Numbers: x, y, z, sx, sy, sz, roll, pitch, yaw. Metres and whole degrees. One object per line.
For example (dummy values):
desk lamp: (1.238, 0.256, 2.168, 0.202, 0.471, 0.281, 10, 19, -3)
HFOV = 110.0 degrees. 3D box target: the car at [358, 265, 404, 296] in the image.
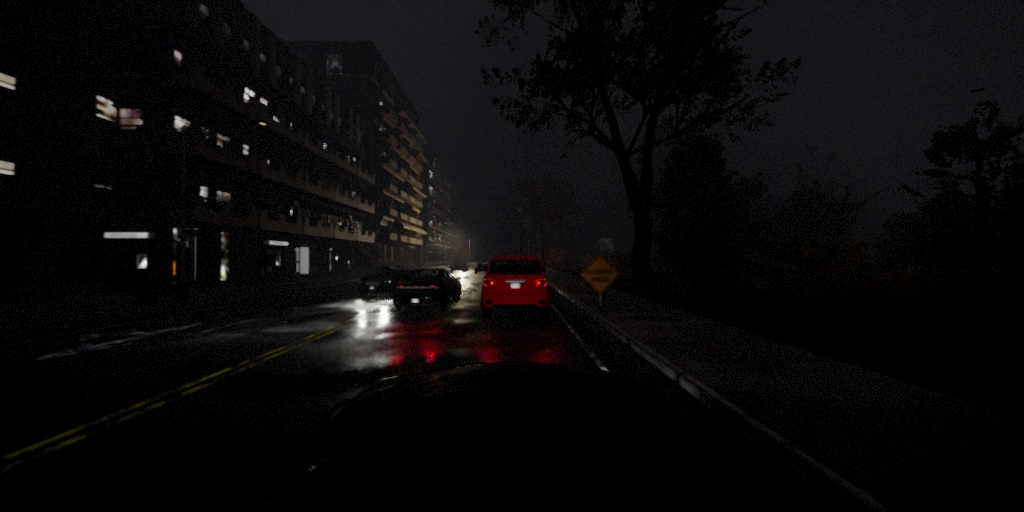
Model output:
car: (-6.604, 1.247, 19.368, 2.128, 1.511, 4.902, 0, 0, 0)

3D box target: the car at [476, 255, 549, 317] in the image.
car: (0.098, 0.975, 13.298, 2.150, 2.045, 5.566, 0, 0, 0)

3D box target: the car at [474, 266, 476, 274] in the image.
car: (-3.251, 1.332, 41.877, 1.994, 1.385, 4.181, 0, 0, 0)

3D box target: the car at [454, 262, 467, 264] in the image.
car: (-6.524, 1.370, 44.419, 1.895, 1.301, 4.718, 0, 0, 0)

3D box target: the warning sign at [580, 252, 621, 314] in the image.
warning sign: (2.848, 0.869, 11.552, 1.300, 1.860, 1.060, 0, 0, 0)

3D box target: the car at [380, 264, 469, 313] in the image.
car: (-3.152, 1.246, 14.102, 2.128, 1.511, 4.902, 0, 0, 0)
